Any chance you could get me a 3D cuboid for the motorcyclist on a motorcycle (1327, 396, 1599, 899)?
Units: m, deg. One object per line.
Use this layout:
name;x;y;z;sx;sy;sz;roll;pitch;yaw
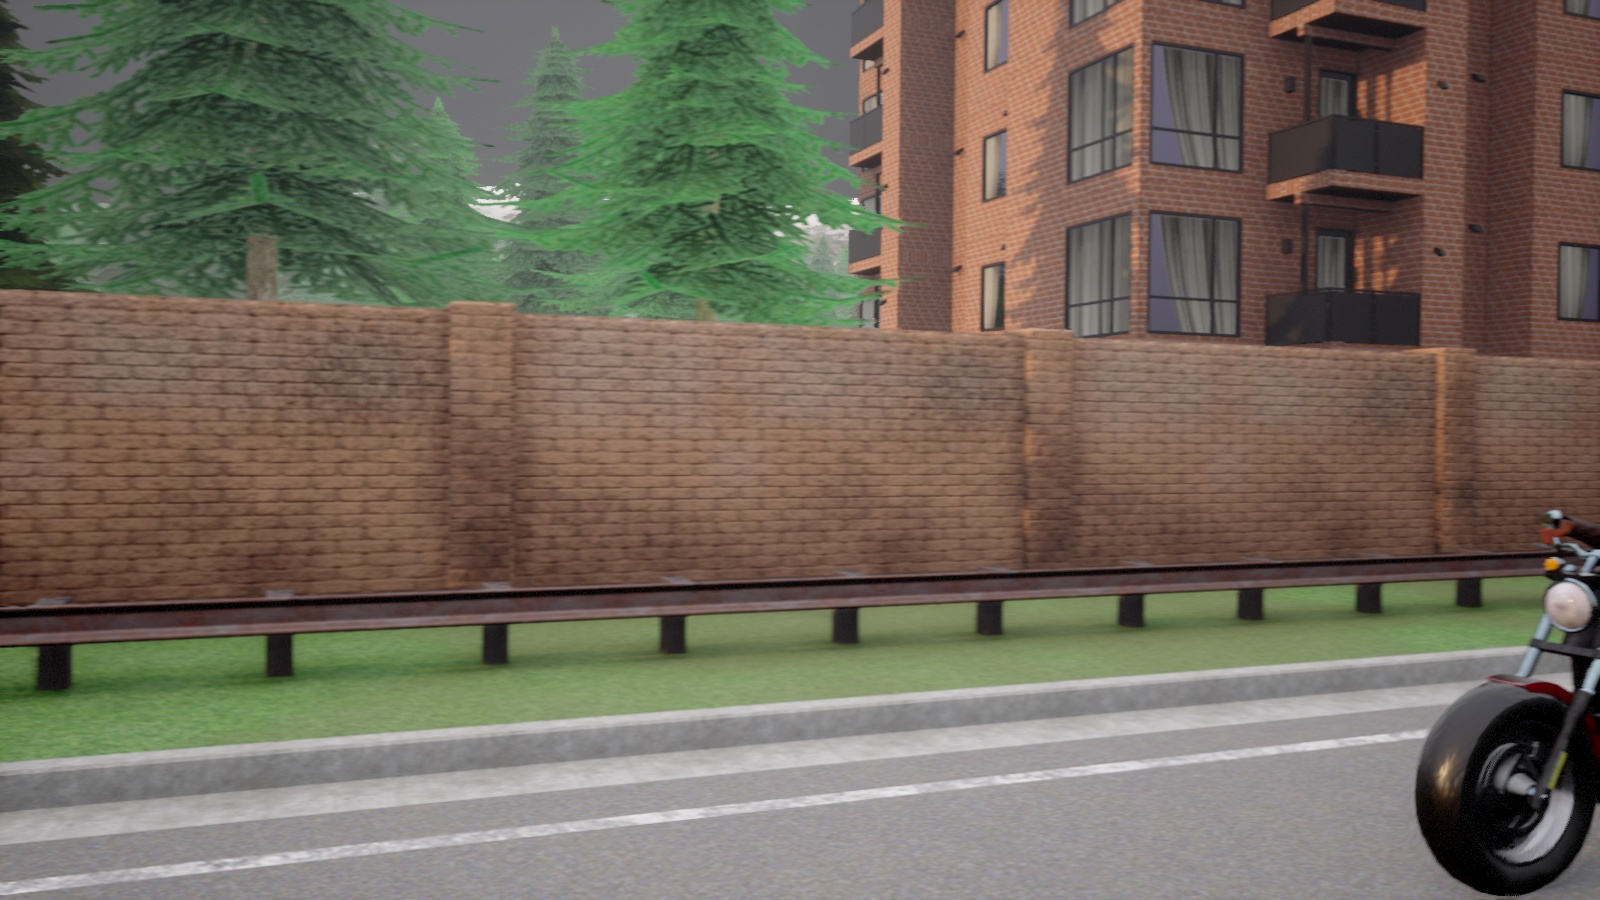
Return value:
motorcyclist on a motorcycle;3.110;0.640;4.542;2.350;1.649;0.766;-1;1;-22
